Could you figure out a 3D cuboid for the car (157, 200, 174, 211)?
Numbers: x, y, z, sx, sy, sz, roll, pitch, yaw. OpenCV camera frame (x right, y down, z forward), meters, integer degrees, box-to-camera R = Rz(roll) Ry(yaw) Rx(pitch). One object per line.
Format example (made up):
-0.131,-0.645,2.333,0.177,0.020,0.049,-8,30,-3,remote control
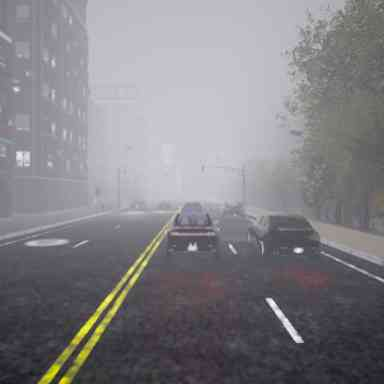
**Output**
-3.308,1.655,42.182,1.994,1.385,4.181,0,0,0,car

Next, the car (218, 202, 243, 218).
3.287,1.548,27.606,2.128,1.511,4.902,0,0,1,car

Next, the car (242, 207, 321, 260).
3.291,1.530,12.626,1.837,1.490,4.892,0,0,1,car

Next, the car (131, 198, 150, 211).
-6.555,1.583,42.425,2.128,1.511,4.902,0,0,0,car

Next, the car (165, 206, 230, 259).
0.040,1.516,12.606,2.128,1.511,4.902,0,0,1,car

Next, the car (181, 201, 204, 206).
0.048,1.536,28.796,1.882,1.535,5.008,0,0,1,car
